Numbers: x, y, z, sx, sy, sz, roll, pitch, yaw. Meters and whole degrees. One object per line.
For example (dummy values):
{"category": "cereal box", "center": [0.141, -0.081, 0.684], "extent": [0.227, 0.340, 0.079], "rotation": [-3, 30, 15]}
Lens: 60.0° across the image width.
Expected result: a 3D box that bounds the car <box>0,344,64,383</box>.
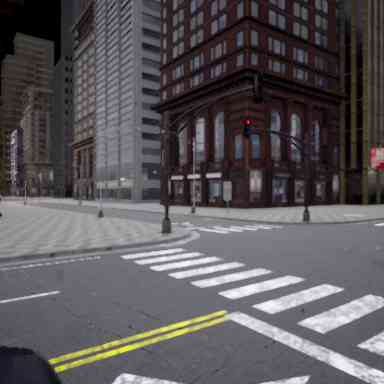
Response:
{"category": "car", "center": [-2.660, 1.574, 1.542], "extent": [4.181, 1.385, 1.994], "rotation": [0, 0, -36]}
